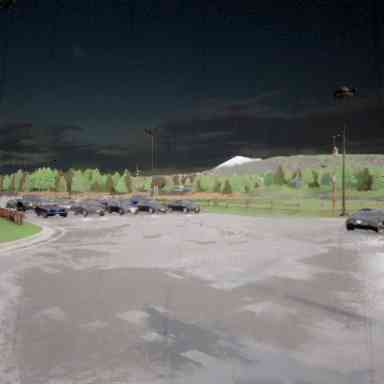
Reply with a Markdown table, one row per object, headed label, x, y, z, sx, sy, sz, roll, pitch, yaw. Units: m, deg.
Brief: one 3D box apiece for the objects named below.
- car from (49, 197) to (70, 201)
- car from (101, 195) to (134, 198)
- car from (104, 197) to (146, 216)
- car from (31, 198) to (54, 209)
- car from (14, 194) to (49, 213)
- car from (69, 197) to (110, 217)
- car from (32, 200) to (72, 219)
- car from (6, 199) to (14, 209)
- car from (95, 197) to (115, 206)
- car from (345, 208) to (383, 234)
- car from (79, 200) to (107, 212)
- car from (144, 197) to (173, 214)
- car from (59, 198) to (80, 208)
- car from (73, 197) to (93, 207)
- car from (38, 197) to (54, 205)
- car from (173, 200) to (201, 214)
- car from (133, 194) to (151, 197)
| label | x | y | z | sx | sy | sz | roll | pitch | yaw |
| --- | --- | --- | --- | --- | --- | --- | --- | --- | --- |
| car | -15.318 | 1.556 | 39.625 | 2.128 | 1.511 | 4.902 | 0 | 0 | -35 |
| car | -9.945 | 1.588 | 44.133 | 1.882 | 1.535 | 5.008 | 0 | 0 | -36 |
| car | -7.117 | 1.580 | 34.244 | 2.128 | 1.511 | 4.902 | 0 | 0 | -36 |
| car | -22.125 | 1.609 | 49.036 | 2.033 | 1.411 | 5.357 | 0 | 0 | -36 |
| car | -18.428 | 1.263 | 37.935 | 2.150 | 2.045 | 5.566 | 0 | 0 | -36 |
| car | -9.974 | 1.570 | 32.219 | 1.837 | 1.490 | 4.892 | 0 | 0 | -36 |
| car | -12.670 | 1.644 | 29.971 | 1.895 | 1.301 | 4.718 | 0 | 0 | -36 |
| car | -24.734 | 1.603 | 46.663 | 1.994 | 1.385 | 4.181 | 0 | 0 | -36 |
| car | -15.078 | 1.657 | 57.269 | 1.812 | 1.442 | 4.674 | 0 | 0 | -35 |
| car | 11.287 | 1.700 | 20.400 | 4.181 | 1.385 | 1.994 | 0 | 0 | -36 |
| car | -12.522 | 1.688 | 41.712 | 1.895 | 1.301 | 4.718 | 0 | 0 | -36 |
| car | -4.441 | 1.616 | 36.520 | 1.837 | 1.490 | 4.892 | 0 | 0 | -36 |
| car | -18.396 | 1.649 | 49.853 | 1.994 | 1.385 | 4.181 | 0 | 0 | -36 |
| car | -18.256 | 1.635 | 55.674 | 1.812 | 1.442 | 4.674 | 0 | 0 | -35 |
| car | -27.383 | 1.616 | 62.400 | 1.812 | 1.442 | 4.674 | 0 | 0 | -36 |
| car | -0.876 | 1.639 | 37.567 | 1.837 | 1.490 | 4.892 | 0 | 0 | -36 |
| car | -6.645 | 1.354 | 45.548 | 2.150 | 2.045 | 5.566 | 0 | 0 | -36 |
